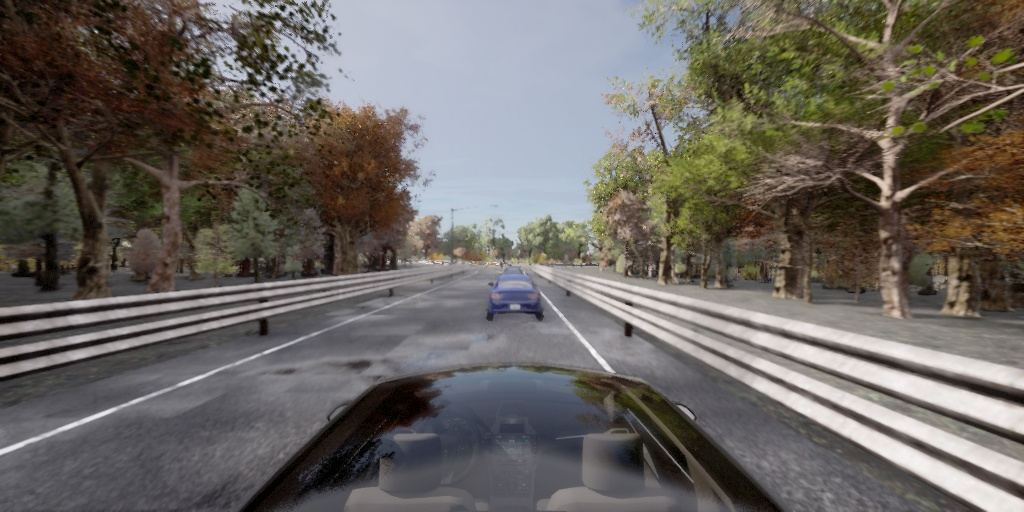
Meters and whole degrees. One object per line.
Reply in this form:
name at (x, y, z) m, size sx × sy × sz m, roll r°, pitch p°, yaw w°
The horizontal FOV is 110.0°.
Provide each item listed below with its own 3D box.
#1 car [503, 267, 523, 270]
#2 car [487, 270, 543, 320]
car at (0.094, 1.628, 31.602) m, size 1.994 × 1.385 × 4.181 m, roll 0°, pitch -1°, yaw 0°
car at (0.098, 1.397, 13.153) m, size 1.812 × 1.442 × 4.674 m, roll 0°, pitch 0°, yaw 0°
